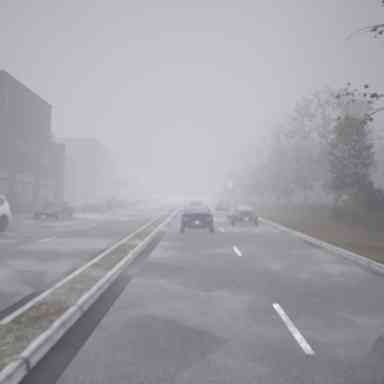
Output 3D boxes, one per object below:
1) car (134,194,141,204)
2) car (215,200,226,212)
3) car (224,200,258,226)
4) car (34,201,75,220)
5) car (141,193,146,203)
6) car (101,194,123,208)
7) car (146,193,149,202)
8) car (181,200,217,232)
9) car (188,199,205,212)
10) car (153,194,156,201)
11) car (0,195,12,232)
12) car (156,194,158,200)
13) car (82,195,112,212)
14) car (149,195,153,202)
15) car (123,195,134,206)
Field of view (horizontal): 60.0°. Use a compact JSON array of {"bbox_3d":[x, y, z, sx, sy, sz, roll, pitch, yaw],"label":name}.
[{"bbox_3d":[-11.262,1.528,60.938,1.946,1.575,5.366,0,0,0],"label":"car"},{"bbox_3d":[3.757,1.662,40.267,1.994,1.385,4.181,0,0,1],"label":"car"},{"bbox_3d":[3.587,1.588,24.086,1.812,1.442,4.674,0,0,1],"label":"car"},{"bbox_3d":[-11.472,1.482,28.068,2.163,1.488,4.792,0,0,0],"label":"car"},{"bbox_3d":[-11.226,1.419,66.680,2.185,1.767,4.553,0,0,0],"label":"car"},{"bbox_3d":[-11.364,1.241,44.646,2.435,2.045,5.566,0,0,0],"label":"car"},{"bbox_3d":[-11.193,1.554,71.988,1.946,1.575,5.366,0,0,0],"label":"car"},{"bbox_3d":[0.306,1.523,20.614,1.882,1.535,5.008,0,0,1],"label":"car"},{"bbox_3d":[0.520,1.654,40.879,1.994,1.385,4.181,0,0,1],"label":"car"},{"bbox_3d":[-11.124,1.585,83.354,2.231,1.521,4.892,0,0,0],"label":"car"},{"bbox_3d":[-11.534,1.175,17.022,2.435,2.045,5.566,0,0,0],"label":"car"},{"bbox_3d":[-11.087,1.599,88.880,2.231,1.521,4.892,0,0,0],"label":"car"},{"bbox_3d":[-11.398,1.480,39.155,2.231,1.521,4.892,0,0,0],"label":"car"},{"bbox_3d":[-11.157,1.320,77.671,2.435,2.045,5.566,0,0,0],"label":"car"},{"bbox_3d":[-11.361,1.515,54.067,2.231,1.521,4.892,0,0,1],"label":"car"}]
